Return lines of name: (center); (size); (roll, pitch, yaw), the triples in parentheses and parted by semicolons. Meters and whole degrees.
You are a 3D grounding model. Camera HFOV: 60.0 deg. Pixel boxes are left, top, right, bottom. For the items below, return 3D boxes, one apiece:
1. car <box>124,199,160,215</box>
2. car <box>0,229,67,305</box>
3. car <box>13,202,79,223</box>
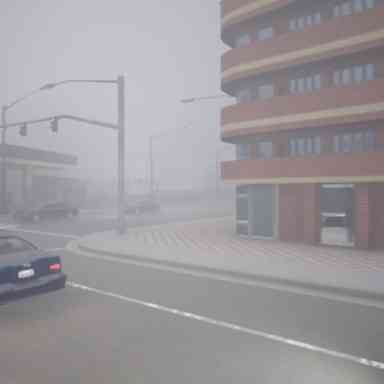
car: (-5.300, 1.527, 34.301); (1.837, 1.490, 4.892); (0, 0, 35)
car: (-5.097, 1.556, 7.629); (5.357, 1.411, 2.033); (0, 0, 36)
car: (-11.173, 1.527, 25.765); (1.837, 1.490, 4.892); (0, 0, 34)
